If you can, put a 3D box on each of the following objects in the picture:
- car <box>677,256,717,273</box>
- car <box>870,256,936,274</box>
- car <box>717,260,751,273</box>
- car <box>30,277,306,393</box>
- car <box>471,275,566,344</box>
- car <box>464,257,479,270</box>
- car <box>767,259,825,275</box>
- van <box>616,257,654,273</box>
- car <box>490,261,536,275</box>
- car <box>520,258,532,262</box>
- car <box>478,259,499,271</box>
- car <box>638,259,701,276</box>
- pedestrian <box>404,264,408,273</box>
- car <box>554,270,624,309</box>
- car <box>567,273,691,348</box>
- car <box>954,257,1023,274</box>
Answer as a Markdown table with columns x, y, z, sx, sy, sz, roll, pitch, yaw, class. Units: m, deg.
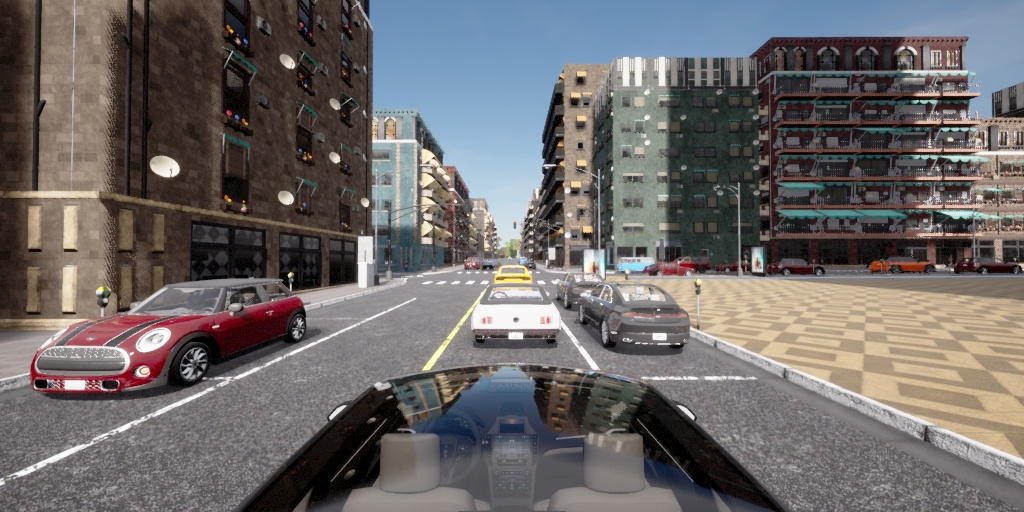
| x | y | z | sx | sy | sz | roll | pitch | yaw | class |
| --- | --- | --- | --- | --- | --- | --- | --- | --- | --- |
| 19.215 | 0.977 | 39.593 | 5.009 | 1.841 | 2.192 | 0 | 0 | 0 | car |
| 36.711 | 0.796 | 33.730 | 4.553 | 1.767 | 2.097 | 0 | -1 | 0 | car |
| 24.743 | 1.165 | 39.565 | 4.507 | 1.381 | 1.888 | 0 | 0 | 0 | car |
| -5.830 | 1.191 | 6.765 | 1.967 | 1.591 | 4.097 | 0 | 0 | 0 | car |
| 0.082 | 1.353 | 9.603 | 1.895 | 1.301 | 4.718 | 0 | 0 | 0 | car |
| -5.800 | 1.083 | 52.804 | 2.192 | 1.841 | 5.009 | 0 | 0 | 0 | car |
| 24.699 | 0.935 | 31.185 | 4.097 | 1.591 | 1.967 | 0 | 0 | 0 | car |
| 13.688 | 1.046 | 39.620 | 3.998 | 1.789 | 1.690 | 0 | 0 | 0 | van |
| 0.055 | 1.233 | 19.056 | 1.882 | 1.535 | 5.008 | 0 | 0 | 0 | car |
| 2.580 | 1.334 | 52.782 | 1.948 | 1.339 | 4.313 | 0 | 0 | 0 | car |
| -3.222 | 1.368 | 50.474 | 1.895 | 1.301 | 4.718 | 0 | 0 | 1 | car |
| 13.644 | 1.163 | 31.240 | 4.207 | 1.307 | 1.802 | 0 | 0 | 0 | car |
| -12.618 | 1.097 | 42.714 | 0.375 | 1.860 | 0.375 | 0 | 0 | 0 | pedestrian |
| 2.793 | 1.304 | 14.590 | 2.007 | 1.370 | 4.403 | 0 | 0 | 0 | car |
| 2.805 | 1.303 | 9.020 | 2.007 | 1.370 | 4.403 | 0 | 0 | 0 | car |
| 41.281 | 0.811 | 31.102 | 4.097 | 1.591 | 1.967 | 0 | 0 | 0 | car |
